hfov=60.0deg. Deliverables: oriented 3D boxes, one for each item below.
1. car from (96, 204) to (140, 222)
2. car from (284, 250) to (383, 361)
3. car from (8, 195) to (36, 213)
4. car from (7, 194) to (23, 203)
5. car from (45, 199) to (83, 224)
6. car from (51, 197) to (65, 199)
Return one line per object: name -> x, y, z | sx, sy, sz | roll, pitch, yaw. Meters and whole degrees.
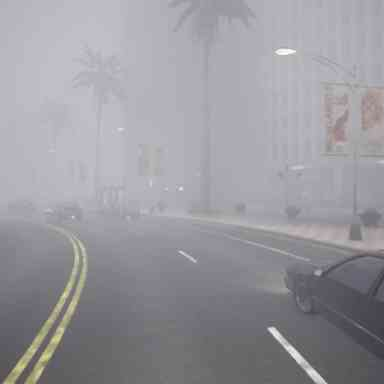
car -> -5.892, 1.570, 25.911 | 1.895, 1.301, 4.718 | 0, 0, -36
car -> 3.101, 1.520, 4.512 | 2.033, 1.411, 5.357 | 0, 0, -7
car -> -18.881, 1.363, 36.888 | 2.097, 1.767, 4.553 | 0, 0, -39
car -> -37.836, 1.385, 70.947 | 2.185, 1.767, 4.553 | 0, 0, -39
car -> -9.735, 1.496, 25.165 | 1.837, 1.490, 4.892 | 0, 0, -36
car -> -19.469, 1.469, 48.022 | 2.231, 1.521, 4.892 | 0, 0, -39
